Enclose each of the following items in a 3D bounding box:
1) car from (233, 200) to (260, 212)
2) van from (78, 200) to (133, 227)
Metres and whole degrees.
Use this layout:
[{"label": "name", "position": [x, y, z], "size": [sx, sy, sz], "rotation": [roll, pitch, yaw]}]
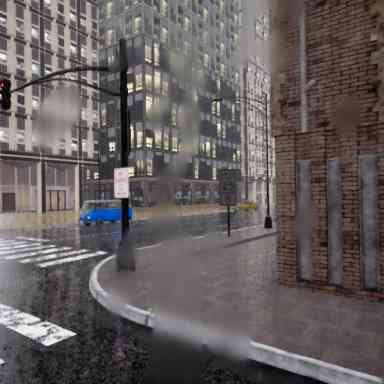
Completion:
[{"label": "car", "position": [6.812, 1.686, 41.400], "size": [1.752, 1.417, 4.829], "rotation": [-2, -1, 36]}, {"label": "van", "position": [-6.020, 1.457, 23.489], "size": [1.690, 1.788, 3.998], "rotation": [-2, -1, 36]}]
